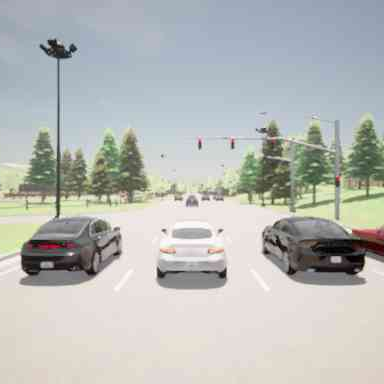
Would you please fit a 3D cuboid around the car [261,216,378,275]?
[{"bbox_3d":[3.513,1.497,10.566,1.882,1.535,5.008,0,0,0],"label":"car"}]

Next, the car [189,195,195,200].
[{"bbox_3d":[0.007,1.508,95.006,1.837,1.490,4.892,0,0,0],"label":"car"}]

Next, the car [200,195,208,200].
[{"bbox_3d":[3.507,1.548,95.006,2.033,1.411,5.357,0,0,0],"label":"car"}]

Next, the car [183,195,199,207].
[{"bbox_3d":[0.004,1.452,53.943,2.097,1.767,4.553,0,0,0],"label":"car"}]

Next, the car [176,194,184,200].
[{"bbox_3d":[-3.493,1.364,94.977,2.097,1.767,4.553,0,0,0],"label":"car"}]

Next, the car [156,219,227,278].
[{"bbox_3d":[0.007,1.545,10.070,1.812,1.442,4.674,0,0,0],"label":"car"}]

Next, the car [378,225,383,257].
[{"bbox_3d":[7.014,1.621,10.749,1.895,1.301,4.718,0,0,1],"label":"car"}]

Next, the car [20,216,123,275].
[{"bbox_3d":[-3.489,1.524,10.461,1.837,1.490,4.892,0,0,0],"label":"car"}]

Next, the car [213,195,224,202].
[{"bbox_3d":[7.006,1.673,84.585,2.128,1.511,4.902,0,0,0],"label":"car"}]

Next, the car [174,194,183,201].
[{"bbox_3d":[-3.494,1.701,84.970,1.994,1.385,4.181,0,0,0],"label":"car"}]

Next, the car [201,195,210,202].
[{"bbox_3d":[3.506,1.505,84.973,2.097,1.767,4.553,0,0,0],"label":"car"}]

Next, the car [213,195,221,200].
[{"bbox_3d":[7.007,1.561,95.006,1.994,1.385,4.181,0,0,0],"label":"car"}]

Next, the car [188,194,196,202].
[{"bbox_3d":[0.006,1.505,84.973,2.097,1.767,4.553,0,0,0],"label":"car"}]
